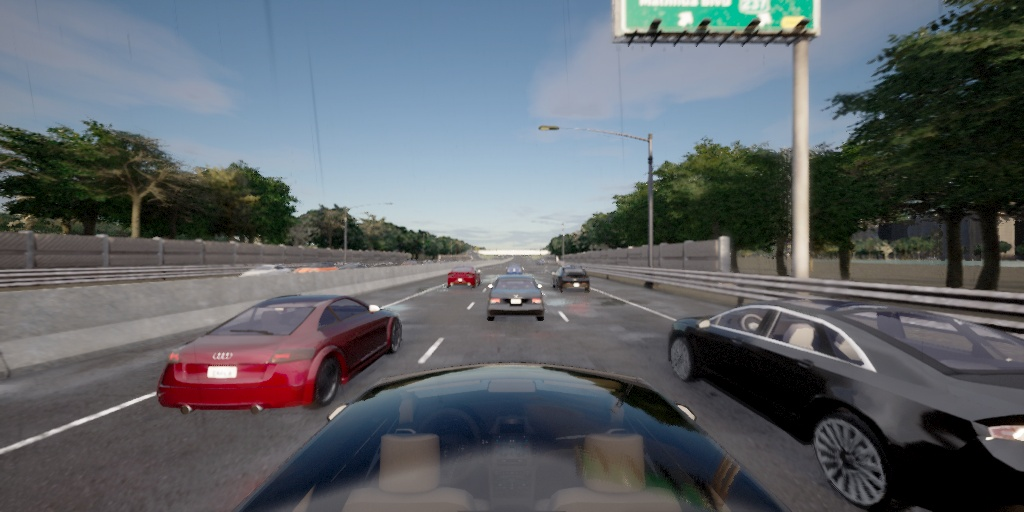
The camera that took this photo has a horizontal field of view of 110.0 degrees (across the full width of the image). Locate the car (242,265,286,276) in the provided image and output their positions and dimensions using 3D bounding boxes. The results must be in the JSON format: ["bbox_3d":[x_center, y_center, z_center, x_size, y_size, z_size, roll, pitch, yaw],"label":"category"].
[{"bbox_3d":[-20.992,1.480,30.995,1.812,1.442,4.674,0,0,0],"label":"car"}]

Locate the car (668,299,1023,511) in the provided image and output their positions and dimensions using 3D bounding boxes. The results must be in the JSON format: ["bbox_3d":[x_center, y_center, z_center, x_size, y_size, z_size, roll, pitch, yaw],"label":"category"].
[{"bbox_3d":[3.604,1.260,4.292,2.128,1.511,4.902,0,0,0],"label":"car"}]

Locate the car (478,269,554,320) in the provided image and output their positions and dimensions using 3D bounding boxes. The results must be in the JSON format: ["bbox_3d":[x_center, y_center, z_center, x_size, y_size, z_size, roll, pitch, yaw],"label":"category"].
[{"bbox_3d":[0.120,1.376,12.897,2.033,1.411,5.357,0,0,0],"label":"car"}]

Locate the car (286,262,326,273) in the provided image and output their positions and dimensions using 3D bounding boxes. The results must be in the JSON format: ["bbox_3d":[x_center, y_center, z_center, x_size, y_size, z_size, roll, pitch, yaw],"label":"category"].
[{"bbox_3d":[-17.483,1.314,32.082,2.097,1.767,4.553,0,0,0],"label":"car"}]

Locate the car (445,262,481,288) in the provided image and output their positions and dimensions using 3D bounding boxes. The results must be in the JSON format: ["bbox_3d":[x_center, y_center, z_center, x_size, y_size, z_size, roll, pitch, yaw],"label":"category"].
[{"bbox_3d":[-3.327,1.395,25.549,1.882,1.535,5.008,0,0,0],"label":"car"}]

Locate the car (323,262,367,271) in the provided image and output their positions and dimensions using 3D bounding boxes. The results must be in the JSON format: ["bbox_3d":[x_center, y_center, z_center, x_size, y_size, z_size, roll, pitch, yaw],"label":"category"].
[{"bbox_3d":[-13.991,1.461,31.163,1.837,1.490,4.892,0,0,0],"label":"car"}]

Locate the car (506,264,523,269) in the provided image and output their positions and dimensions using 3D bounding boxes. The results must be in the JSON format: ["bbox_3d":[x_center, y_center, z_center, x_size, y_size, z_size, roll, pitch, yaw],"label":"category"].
[{"bbox_3d":[0.272,1.568,40.153,2.033,1.411,5.357,0,0,0],"label":"car"}]

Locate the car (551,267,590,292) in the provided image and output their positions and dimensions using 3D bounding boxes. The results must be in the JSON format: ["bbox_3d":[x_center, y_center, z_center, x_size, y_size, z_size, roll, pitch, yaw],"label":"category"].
[{"bbox_3d":[3.658,1.402,22.713,1.837,1.490,4.892,0,0,0],"label":"car"}]

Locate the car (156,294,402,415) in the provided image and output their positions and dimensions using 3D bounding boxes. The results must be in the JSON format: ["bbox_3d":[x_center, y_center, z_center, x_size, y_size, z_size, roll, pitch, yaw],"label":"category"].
[{"bbox_3d":[-3.393,1.346,6.208,1.994,1.385,4.181,0,0,0],"label":"car"}]
